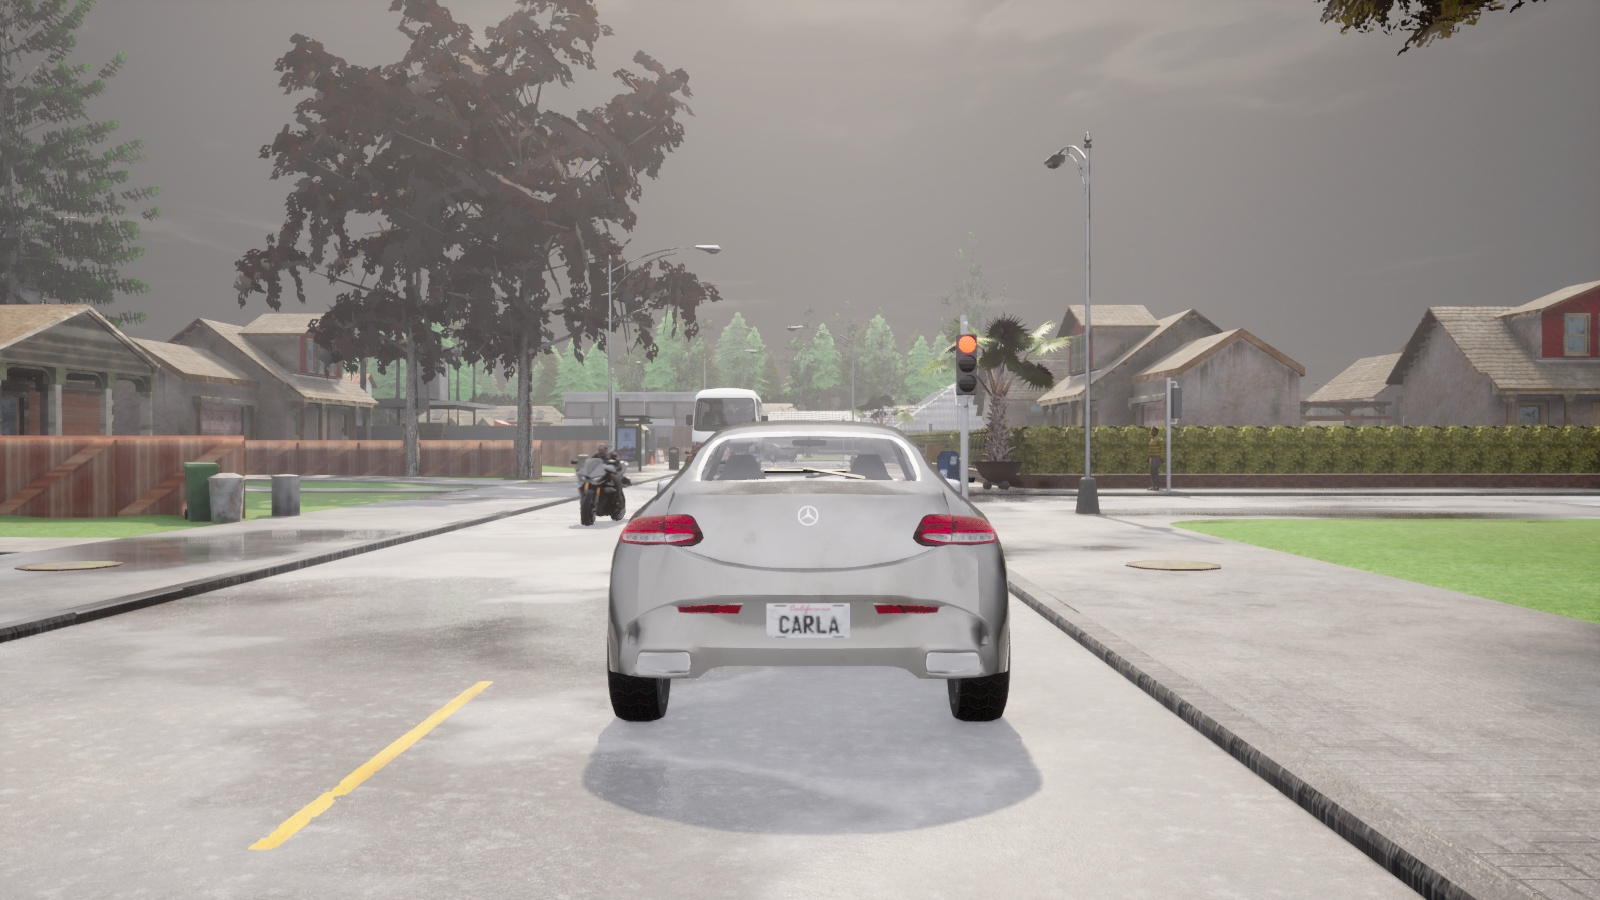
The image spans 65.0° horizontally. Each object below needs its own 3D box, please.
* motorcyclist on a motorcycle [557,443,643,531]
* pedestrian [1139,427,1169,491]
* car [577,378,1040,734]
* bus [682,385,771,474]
[{"bbox_3d":[-3.670,0.647,23.272,0.866,1.530,2.191,1,0,10],"label":"motorcyclist on a motorcycle"},{"bbox_3d":[10.225,0.260,36.252,0.709,1.840,0.431,0,0,-14],"label":"pedestrian"},{"bbox_3d":[0.062,0.478,8.355,2.152,1.651,5.027,0,0,1],"label":"car"},{"bbox_3d":[-3.622,-1.001,65.183,3.944,4.253,10.273,0,0,0],"label":"bus"}]
